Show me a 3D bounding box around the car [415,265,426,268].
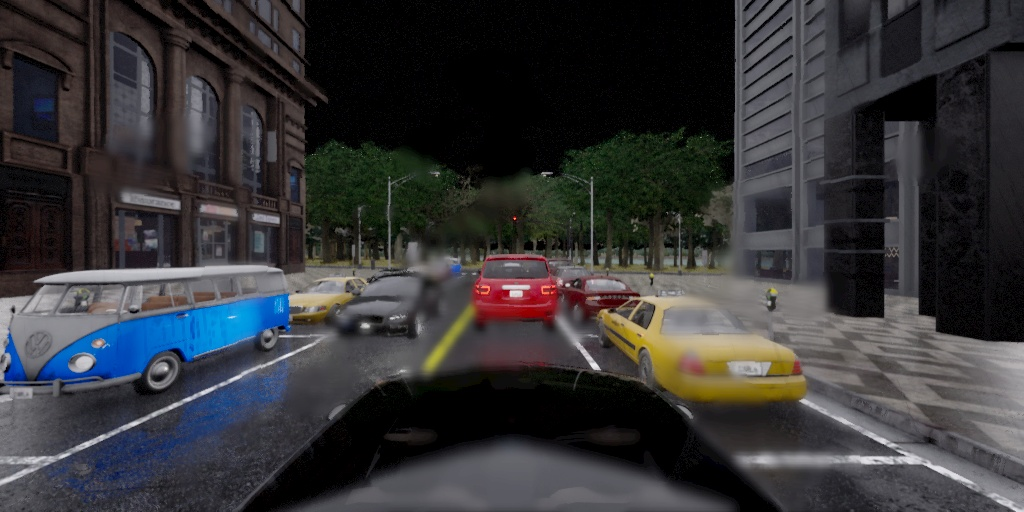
[{"bbox_3d":[-5.762,1.313,17.186,1.948,1.339,4.313,0,0,0],"label":"car"}]

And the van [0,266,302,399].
[{"bbox_3d":[-5.763,1.090,6.311,1.690,1.789,3.998,0,0,0],"label":"van"}]

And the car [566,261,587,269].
[{"bbox_3d":[2.763,1.187,17.185,1.967,1.591,4.097,0,0,0],"label":"car"}]

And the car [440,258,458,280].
[{"bbox_3d":[-5.762,1.187,28.061,1.967,1.591,4.097,0,0,0],"label":"car"}]

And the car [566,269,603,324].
[{"bbox_3d":[2.763,1.293,11.748,1.888,1.381,4.507,0,0,0],"label":"car"}]

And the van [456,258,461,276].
[{"bbox_3d":[-5.761,1.088,33.499,1.690,1.789,3.998,0,0,0],"label":"van"}]

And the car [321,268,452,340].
[{"bbox_3d":[-3.098,1.253,10.080,1.837,1.490,4.892,0,0,0],"label":"car"}]

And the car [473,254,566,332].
[{"bbox_3d":[0.103,0.969,11.006,2.150,2.045,5.566,0,0,0],"label":"car"}]

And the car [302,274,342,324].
[{"bbox_3d":[-5.763,1.273,11.579,1.751,1.417,4.829,0,0,0],"label":"car"}]

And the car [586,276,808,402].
[{"bbox_3d":[2.762,1.274,6.480,1.751,1.417,4.829,0,0,0],"label":"car"}]

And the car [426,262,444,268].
[{"bbox_3d":[-5.762,1.272,22.454,1.751,1.417,4.829,0,0,0],"label":"car"}]

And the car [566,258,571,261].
[{"bbox_3d":[2.763,1.062,22.623,2.192,1.841,5.009,0,0,0],"label":"car"}]
